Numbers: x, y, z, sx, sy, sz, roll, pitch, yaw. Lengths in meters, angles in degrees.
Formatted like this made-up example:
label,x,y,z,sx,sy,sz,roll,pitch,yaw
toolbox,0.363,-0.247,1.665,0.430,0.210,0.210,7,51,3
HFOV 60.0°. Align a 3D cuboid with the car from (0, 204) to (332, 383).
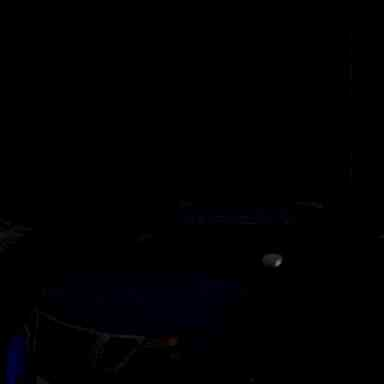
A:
label,x,y,z,sx,sy,sz,roll,pitch,yaw
car,0.442,1.240,4.919,2.435,2.045,5.566,0,0,35
